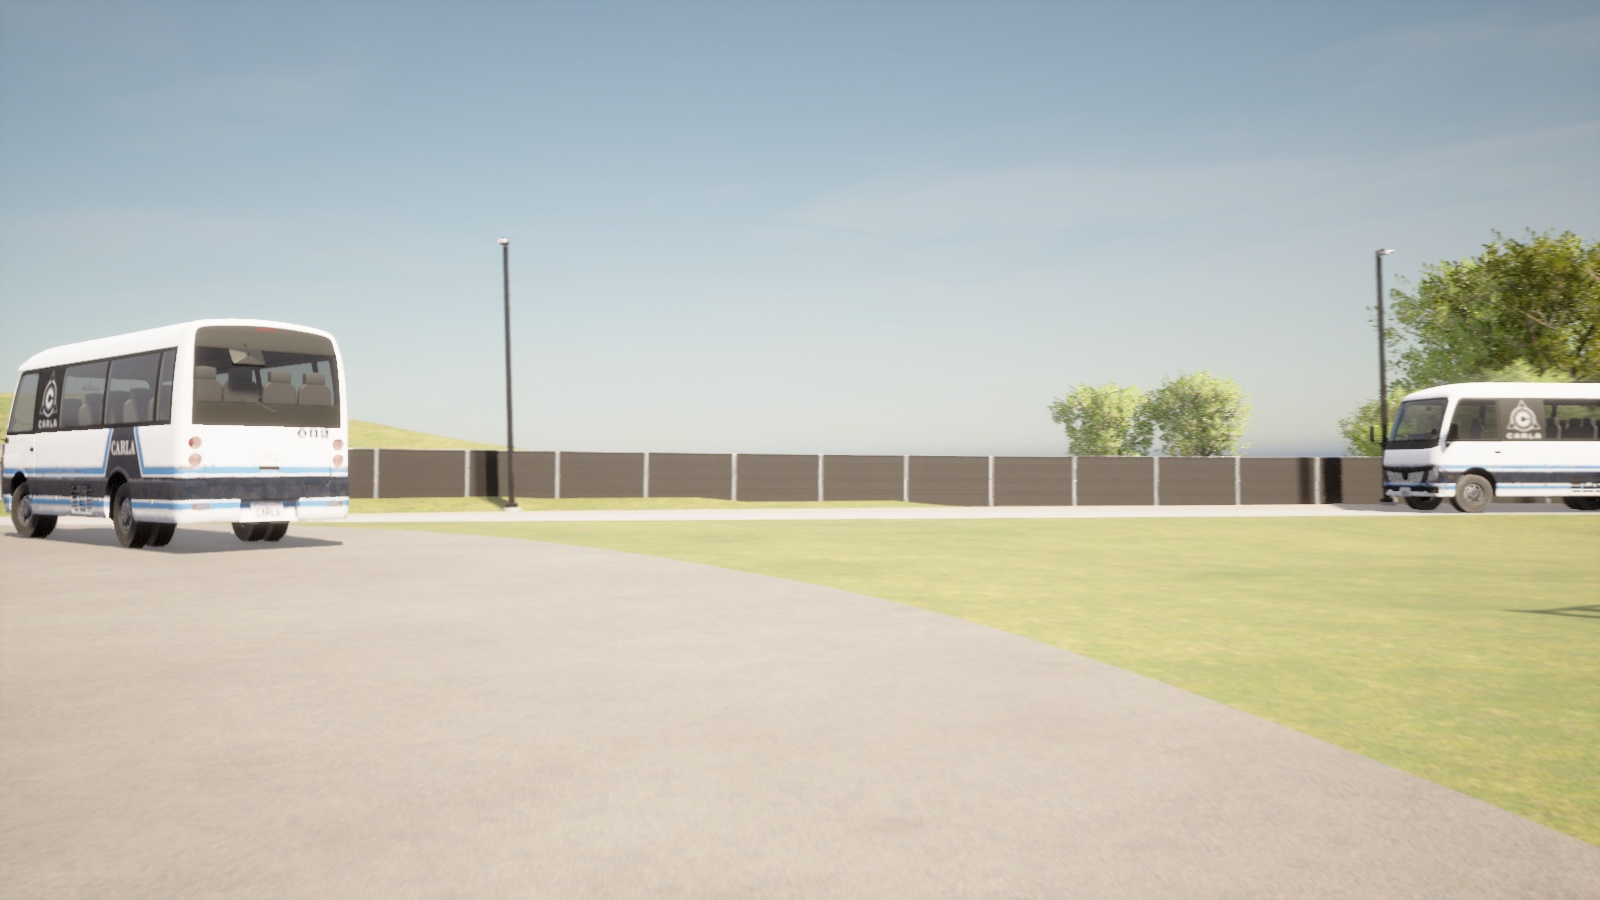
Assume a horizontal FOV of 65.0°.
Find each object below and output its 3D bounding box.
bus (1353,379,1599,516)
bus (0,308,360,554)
[{"bbox_3d":[24.215,-0.027,41.400,10.273,4.253,3.944,0,-1,-4],"label":"bus"},{"bbox_3d":[-13.805,-0.257,26.659,10.273,4.253,3.944,-1,-1,42],"label":"bus"}]
